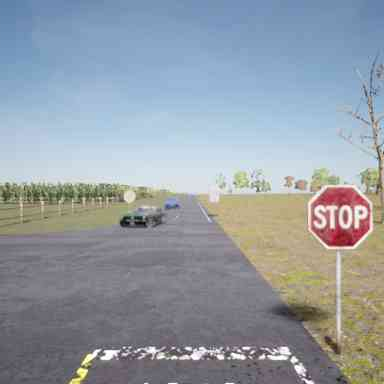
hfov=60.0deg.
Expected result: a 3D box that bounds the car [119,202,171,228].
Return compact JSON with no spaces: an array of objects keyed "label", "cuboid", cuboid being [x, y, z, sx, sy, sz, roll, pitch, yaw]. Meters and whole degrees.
[{"label":"car","cuboid":[-3.156,1.611,22.361,1.895,1.301,4.718,0,0,12]}]

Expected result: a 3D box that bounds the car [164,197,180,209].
[{"label":"car","cuboid":[-2.740,1.496,46.024,1.882,1.535,5.008,0,0,0]}]
